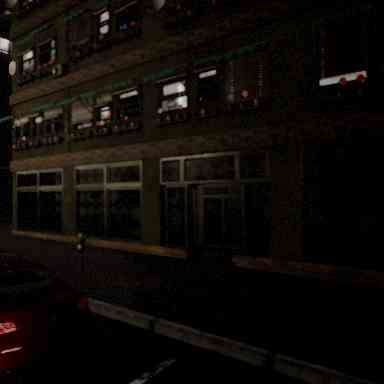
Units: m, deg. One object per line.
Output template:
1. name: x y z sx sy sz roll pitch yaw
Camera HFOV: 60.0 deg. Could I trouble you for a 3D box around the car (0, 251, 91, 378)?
1. car: -3.277 1.583 5.071 4.206 1.307 1.802 0 -1 36
